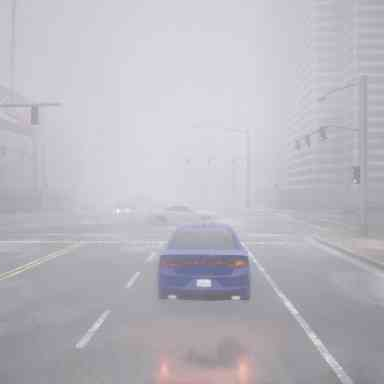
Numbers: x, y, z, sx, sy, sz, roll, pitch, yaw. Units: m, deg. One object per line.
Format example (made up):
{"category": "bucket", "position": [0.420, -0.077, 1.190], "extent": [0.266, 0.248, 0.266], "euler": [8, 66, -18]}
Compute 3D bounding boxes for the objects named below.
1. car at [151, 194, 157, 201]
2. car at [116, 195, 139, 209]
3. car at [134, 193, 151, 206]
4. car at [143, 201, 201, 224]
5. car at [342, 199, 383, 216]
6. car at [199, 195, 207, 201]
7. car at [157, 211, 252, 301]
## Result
{"category": "car", "position": [-8.421, 1.547, 66.200], "extent": [2.033, 1.411, 5.357], "euler": [0, 0, 3]}
{"category": "car", "position": [-9.143, 1.564, 46.176], "extent": [1.994, 1.385, 4.181], "euler": [0, 0, 2]}
{"category": "car", "position": [-8.831, 1.221, 55.520], "extent": [2.150, 2.045, 5.566], "euler": [0, 0, 2]}
{"category": "car", "position": [-0.645, 1.526, 22.126], "extent": [4.674, 1.442, 1.812], "euler": [0, 0, 1]}
{"category": "car", "position": [17.226, 1.505, 32.333], "extent": [4.892, 1.490, 1.837], "euler": [0, 0, 2]}
{"category": "car", "position": [2.762, 1.524, 86.201], "extent": [1.812, 1.442, 4.674], "euler": [0, 0, 2]}
{"category": "car", "position": [0.308, 1.478, 8.424], "extent": [1.882, 1.535, 5.008], "euler": [0, 0, 2]}
